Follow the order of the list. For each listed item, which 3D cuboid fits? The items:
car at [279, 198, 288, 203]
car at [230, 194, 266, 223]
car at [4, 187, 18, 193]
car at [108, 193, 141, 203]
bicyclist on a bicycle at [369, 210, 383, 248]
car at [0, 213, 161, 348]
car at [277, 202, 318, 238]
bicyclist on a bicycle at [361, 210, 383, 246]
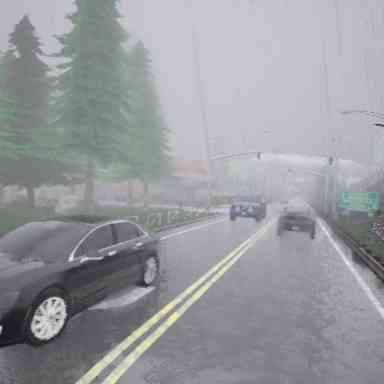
[{"bbox_3d":[21.896,2.152,79.043,1.837,1.490,4.892,3,0,18],"label":"car"},{"bbox_3d":[4.459,1.178,25.734,2.150,2.045,5.566,3,0,18],"label":"car"},{"bbox_3d":[-27.081,0.008,50.650,4.892,1.490,1.837,3,0,24],"label":"car"},{"bbox_3d":[-9.729,0.864,48.227,4.892,1.490,1.837,3,0,18],"label":"car"},{"bbox_3d":[8.929,1.656,15.151,1.656,1.620,0.582,2,0,-23],"label":"bicyclist on a bicycle"},{"bbox_3d":[-2.155,1.188,5.939,1.837,1.490,4.892,3,0,19],"label":"car"},{"bbox_3d":[5.764,1.539,18.279,1.837,1.490,4.892,3,0,18],"label":"car"},{"bbox_3d":[8.319,1.626,14.538,1.656,1.620,0.582,3,0,28],"label":"bicyclist on a bicycle"}]
